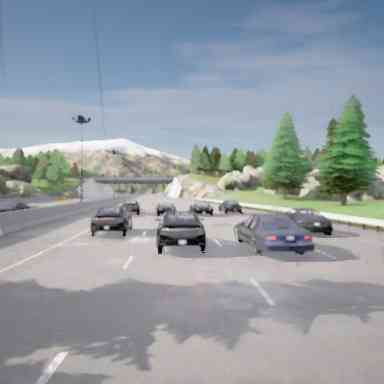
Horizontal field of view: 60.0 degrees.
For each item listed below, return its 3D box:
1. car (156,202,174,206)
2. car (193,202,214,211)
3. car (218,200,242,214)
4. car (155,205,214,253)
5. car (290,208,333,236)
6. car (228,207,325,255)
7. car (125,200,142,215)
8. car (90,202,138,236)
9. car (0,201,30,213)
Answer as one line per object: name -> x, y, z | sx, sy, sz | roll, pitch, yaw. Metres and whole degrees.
car -> -2.673, 1.689, 33.852 | 1.895, 1.301, 4.718 | 0, 0, -7
car -> 0.866, 1.680, 33.775 | 1.895, 1.301, 4.718 | 0, 0, -7
car -> 4.090, 1.603, 35.967 | 1.812, 1.442, 4.674 | 0, 0, -8
car -> -0.498, 1.526, 13.891 | 2.128, 1.511, 4.902 | 0, 0, -4
car -> 6.120, 1.595, 18.715 | 1.994, 1.385, 4.181 | 0, 0, -5
car -> 3.067, 1.573, 13.455 | 2.033, 1.411, 5.357 | 0, 0, -4
car -> -6.410, 1.592, 35.396 | 2.128, 1.511, 4.902 | 0, 0, -7
car -> -4.423, 1.547, 18.741 | 2.128, 1.511, 4.902 | 0, 0, -5
car -> -16.550, 1.590, 30.576 | 1.882, 1.535, 5.008 | 0, 0, -7
